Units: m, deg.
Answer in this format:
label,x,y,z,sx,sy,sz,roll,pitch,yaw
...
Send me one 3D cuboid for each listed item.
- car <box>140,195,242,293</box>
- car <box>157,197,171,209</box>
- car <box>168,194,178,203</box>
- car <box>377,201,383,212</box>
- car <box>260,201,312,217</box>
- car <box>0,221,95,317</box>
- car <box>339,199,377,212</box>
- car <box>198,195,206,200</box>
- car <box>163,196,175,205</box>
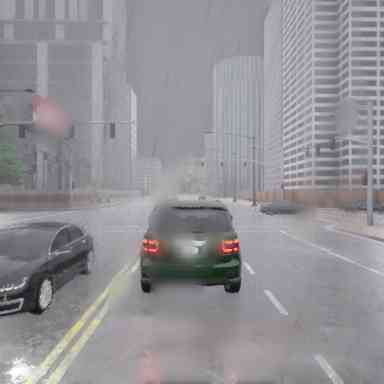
label,x,y,z,sx,sy,sz,roll,pitch,yaw
car,-0.022,1.221,9.003,2.150,2.045,5.566,0,0,0
car,-3.834,1.477,46.110,1.882,1.535,5.008,0,0,-3
car,-4.116,1.355,72.218,2.097,1.767,4.553,0,0,0
car,22.129,1.477,33.907,5.008,1.535,1.882,0,0,-1
car,8.623,1.525,30.702,4.674,1.442,1.812,0,0,14
car,-3.655,1.504,7.684,1.837,1.490,4.892,0,0,-1
car,19.460,1.547,37.372,5.357,1.411,2.033,0,0,-1
car,2.724,1.500,90.613,1.837,1.490,4.892,0,0,0
car,-4.084,1.477,59.910,1.882,1.535,5.008,0,0,0
